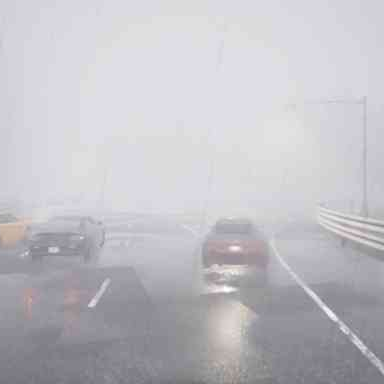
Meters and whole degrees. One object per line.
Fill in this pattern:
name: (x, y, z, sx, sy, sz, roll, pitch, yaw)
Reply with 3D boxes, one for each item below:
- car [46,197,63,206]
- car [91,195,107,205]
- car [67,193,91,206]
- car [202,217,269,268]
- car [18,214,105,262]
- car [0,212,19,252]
car: (-22.423, 1.545, 54.260, 1.994, 1.385, 4.181, 0, 0, -34)
car: (-16.429, 1.302, 57.875, 2.097, 1.767, 4.553, 0, 0, -34)
car: (-19.452, 1.187, 56.104, 2.150, 2.045, 5.566, 0, 0, -34)
car: (1.447, 1.536, 11.219, 1.994, 1.385, 4.181, 0, 0, 7)
car: (-4.319, 1.519, 12.044, 1.812, 1.442, 4.674, 0, 0, -7)
car: (-7.983, 1.483, 13.073, 1.882, 1.535, 5.008, 0, 0, -7)
